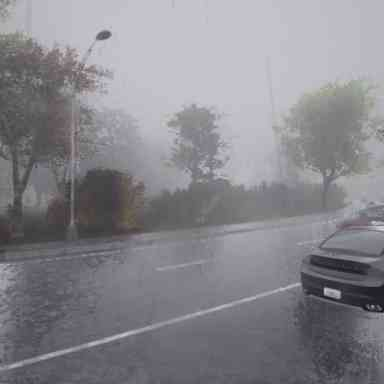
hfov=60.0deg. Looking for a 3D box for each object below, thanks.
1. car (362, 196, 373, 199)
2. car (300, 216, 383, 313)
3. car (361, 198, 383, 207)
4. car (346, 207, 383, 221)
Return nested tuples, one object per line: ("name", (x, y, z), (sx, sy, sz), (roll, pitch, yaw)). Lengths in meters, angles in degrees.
("car", (35.819, 1.539, 67.715), (2.128, 1.511, 4.902), (0, 0, 17))
("car", (4.317, 1.518, 7.357), (4.892, 1.490, 1.837), (0, 0, -40))
("car", (17.949, 1.560, 32.090), (1.812, 1.442, 4.674), (0, 0, 36))
("car", (8.828, 1.625, 16.333), (4.718, 1.301, 1.895), (0, 0, -44))
